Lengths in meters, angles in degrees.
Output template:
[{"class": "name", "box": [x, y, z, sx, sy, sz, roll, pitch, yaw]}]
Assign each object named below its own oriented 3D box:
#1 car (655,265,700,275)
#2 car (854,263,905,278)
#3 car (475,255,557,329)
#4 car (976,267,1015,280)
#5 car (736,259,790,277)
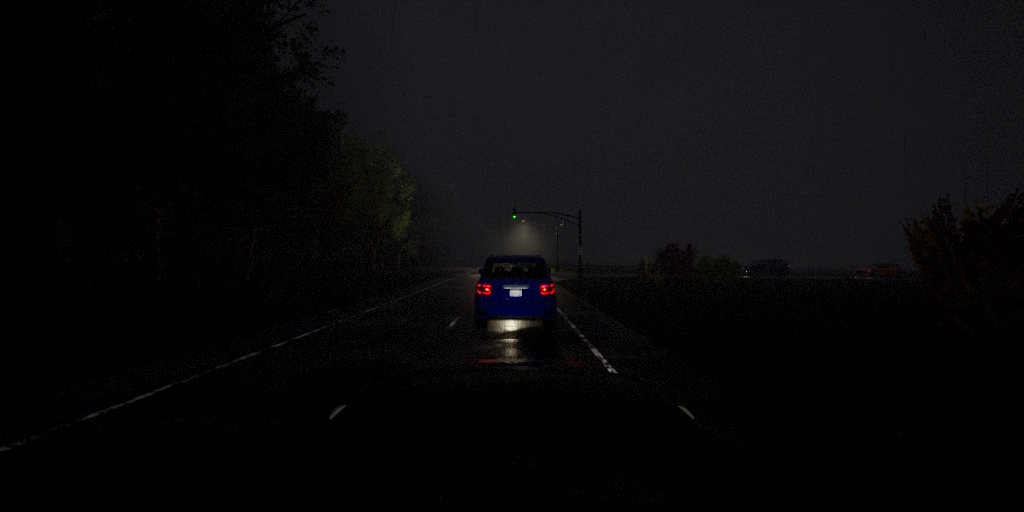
[{"class": "car", "box": [19.374, 1.584, 42.350, 5.357, 1.411, 2.033, 1, -1, 0]}, {"class": "car", "box": [43.200, 1.649, 42.248, 4.553, 1.767, 2.097, 1, -1, 0]}, {"class": "car", "box": [0.093, 0.980, 11.344, 2.150, 2.045, 5.566, 0, 0, 0]}, {"class": "car", "box": [52.079, 1.897, 38.603, 4.181, 1.385, 1.994, 1, -1, 1]}, {"class": "car", "box": [29.613, 1.365, 42.322, 5.566, 2.045, 2.150, 0, -1, 0]}]
